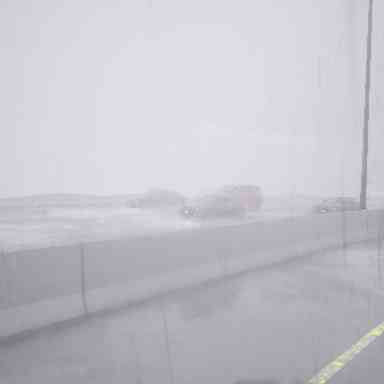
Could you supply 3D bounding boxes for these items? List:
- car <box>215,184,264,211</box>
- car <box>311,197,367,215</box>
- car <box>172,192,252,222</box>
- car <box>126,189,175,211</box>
[{"bbox_3d":[3.157,0.415,25.803,5.566,2.045,2.150,0,2,-37],"label":"car"},{"bbox_3d":[9.802,1.025,22.019,4.181,1.385,1.994,0,2,-36],"label":"car"},{"bbox_3d":[1.260,0.917,19.833,4.181,1.385,1.994,0,2,-39],"label":"car"},{"bbox_3d":[-2.692,0.582,25.635,4.892,1.490,1.837,0,2,-38],"label":"car"}]
